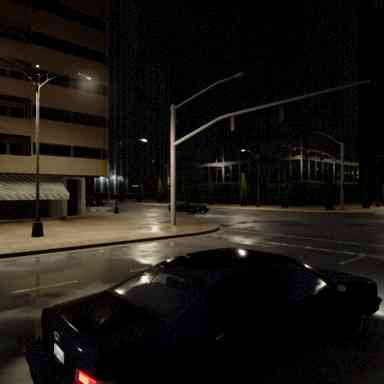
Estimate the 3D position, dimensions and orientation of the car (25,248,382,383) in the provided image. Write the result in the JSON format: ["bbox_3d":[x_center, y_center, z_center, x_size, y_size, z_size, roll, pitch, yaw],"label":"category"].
[{"bbox_3d":[0.696,1.547,4.703,5.357,1.411,2.033,0,0,-39],"label":"car"}]

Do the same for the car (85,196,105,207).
[{"bbox_3d":[-15.199,1.407,51.392,2.097,1.767,4.553,0,0,-42],"label":"car"}]

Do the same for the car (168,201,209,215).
[{"bbox_3d":[-0.365,1.656,34.905,1.895,1.301,4.718,0,0,-42],"label":"car"}]
